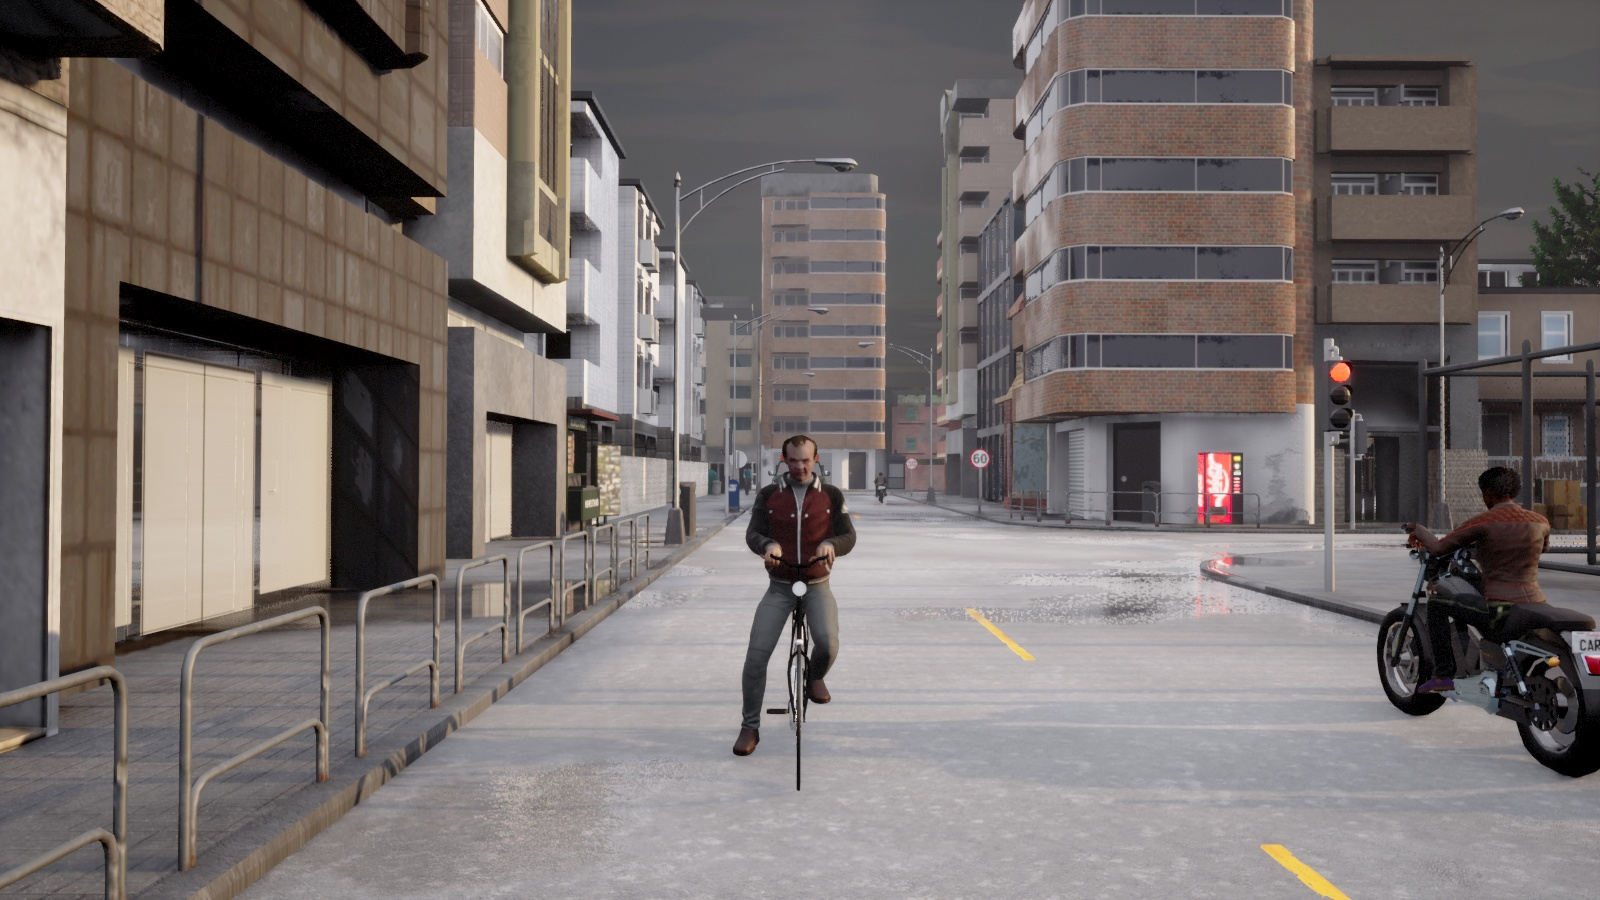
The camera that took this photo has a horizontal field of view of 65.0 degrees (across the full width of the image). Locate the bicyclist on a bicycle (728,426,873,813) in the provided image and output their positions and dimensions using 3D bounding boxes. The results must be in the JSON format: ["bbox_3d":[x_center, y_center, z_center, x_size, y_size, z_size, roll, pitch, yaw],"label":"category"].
[{"bbox_3d":[0.003,0.797,6.703,0.659,1.776,1.843,0,-1,0],"label":"bicyclist on a bicycle"}]

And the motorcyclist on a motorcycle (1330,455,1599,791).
[{"bbox_3d":[3.999,0.872,7.367,0.766,1.649,2.350,0,-1,0],"label":"motorcyclist on a motorcycle"}]

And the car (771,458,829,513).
[{"bbox_3d":[-0.029,1.368,49.796,2.150,2.045,5.566,0,-1,-1],"label":"car"}]

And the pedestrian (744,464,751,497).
[{"bbox_3d":[-3.066,1.766,73.379,0.396,1.930,0.692,0,-1,-3],"label":"pedestrian"}]
